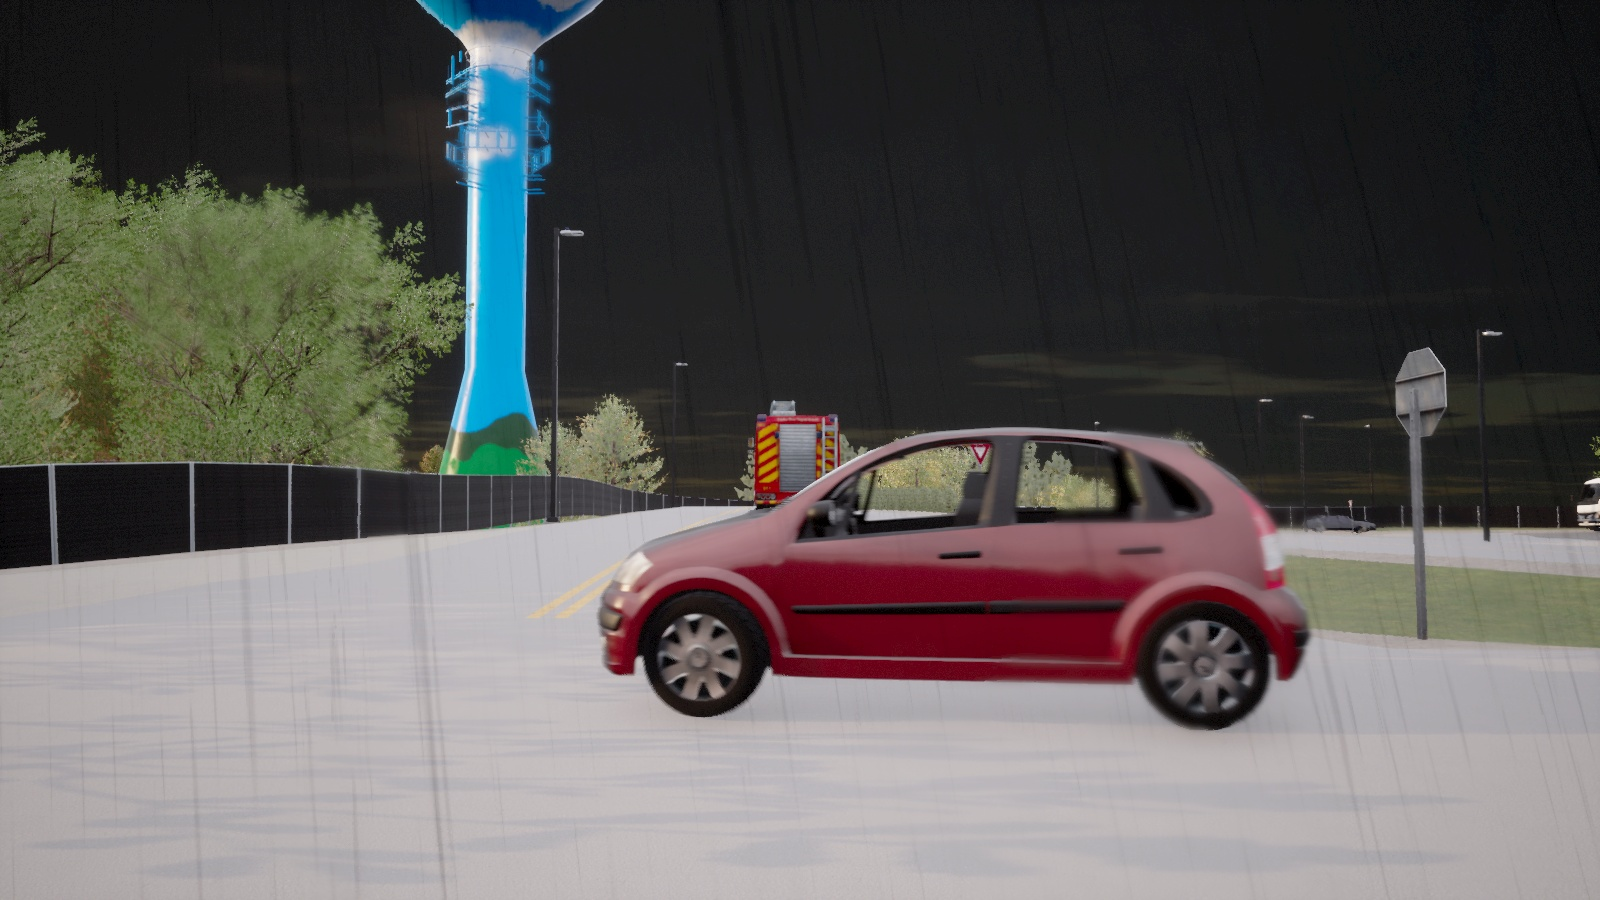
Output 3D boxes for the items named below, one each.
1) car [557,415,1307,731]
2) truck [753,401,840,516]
[{"bbox_3d":[0.754,0.635,7.631,3.988,1.617,1.851,0,0,8],"label":"car"},{"bbox_3d":[-0.254,0.396,46.045,2.891,3.827,8.468,0,-2,-2],"label":"truck"}]
